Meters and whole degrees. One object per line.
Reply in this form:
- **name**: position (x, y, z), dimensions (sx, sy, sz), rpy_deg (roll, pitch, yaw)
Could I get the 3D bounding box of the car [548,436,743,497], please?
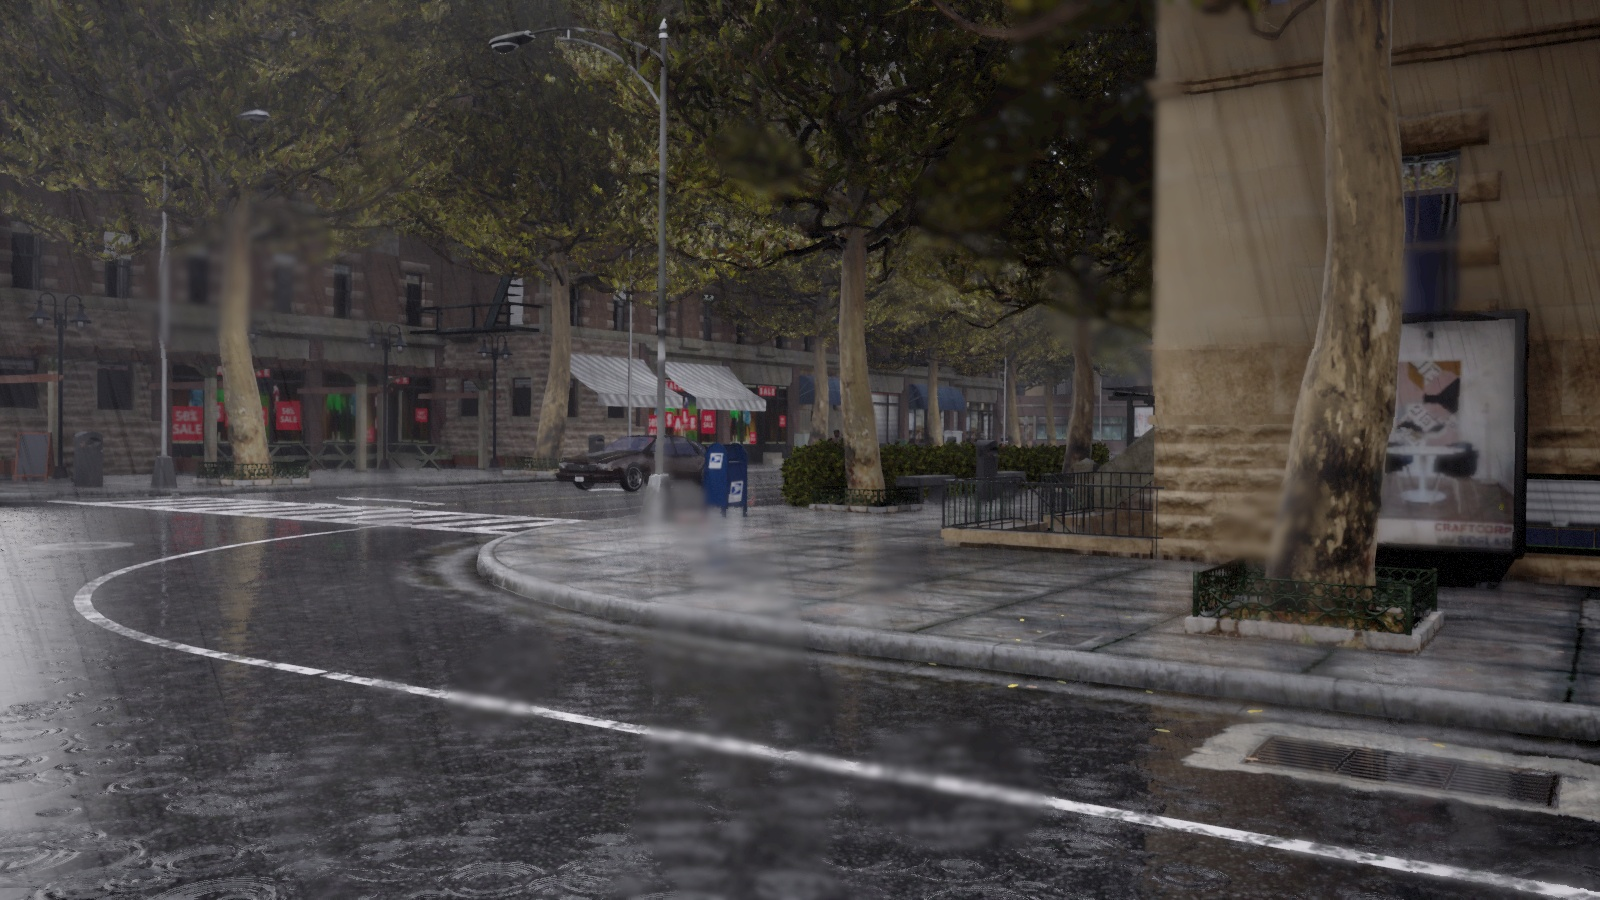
- **car**: position (-3.879, 0.368, 32.640), dimensions (2.033, 1.411, 5.357), rpy_deg (0, 1, 33)
